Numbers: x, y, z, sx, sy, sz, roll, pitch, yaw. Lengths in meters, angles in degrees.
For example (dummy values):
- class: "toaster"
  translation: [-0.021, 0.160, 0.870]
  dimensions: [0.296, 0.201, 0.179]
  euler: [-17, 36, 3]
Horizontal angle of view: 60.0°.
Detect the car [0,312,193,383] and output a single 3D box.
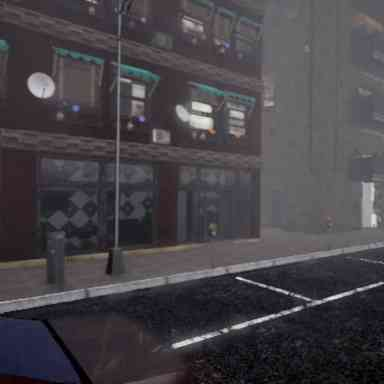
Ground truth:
- class: "car"
  translation: [-2.425, 1.533, 1.646]
  dimensions: [5.357, 1.411, 2.033]
  euler: [1, -1, -36]
